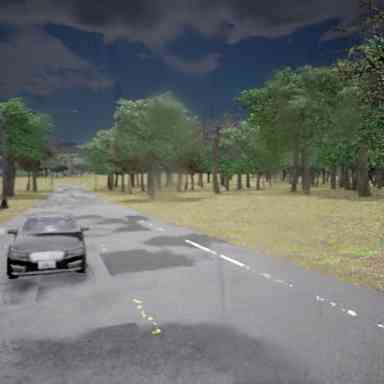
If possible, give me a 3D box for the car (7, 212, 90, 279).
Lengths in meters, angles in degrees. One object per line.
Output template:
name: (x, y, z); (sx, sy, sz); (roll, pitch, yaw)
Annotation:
car: (-4.217, 1.383, 9.967); (2.128, 1.511, 4.902); (0, 1, -21)
